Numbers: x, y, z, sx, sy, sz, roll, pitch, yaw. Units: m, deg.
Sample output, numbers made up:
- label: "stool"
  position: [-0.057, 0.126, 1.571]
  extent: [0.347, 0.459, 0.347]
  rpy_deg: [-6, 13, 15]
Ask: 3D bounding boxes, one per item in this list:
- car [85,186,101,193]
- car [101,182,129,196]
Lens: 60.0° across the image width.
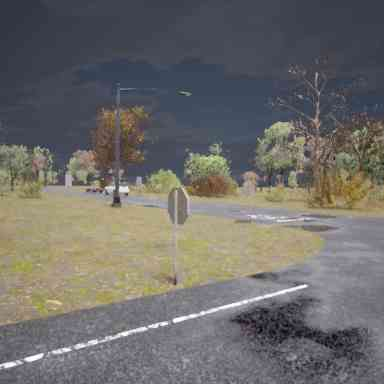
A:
- label: "car"
  position: [-17.691, -0.443, 59.849]
  extent: [1.895, 1.301, 4.718]
  rpy_deg: [0, 2, -36]
- label: "car"
  position: [-11.614, -0.486, 51.366]
  extent: [2.150, 2.045, 5.566]
  rpy_deg: [0, 2, -36]
